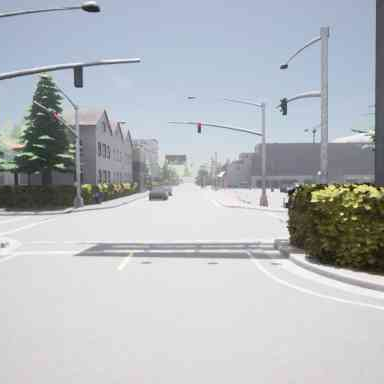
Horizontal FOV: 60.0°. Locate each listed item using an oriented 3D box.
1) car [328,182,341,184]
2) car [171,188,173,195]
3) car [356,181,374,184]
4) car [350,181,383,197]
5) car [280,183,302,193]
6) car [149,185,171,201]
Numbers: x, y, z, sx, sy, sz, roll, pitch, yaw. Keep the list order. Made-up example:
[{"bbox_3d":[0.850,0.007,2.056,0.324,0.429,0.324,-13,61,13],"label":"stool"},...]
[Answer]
[{"bbox_3d":[25.148,-1.045,59.569,2.152,1.636,5.027,-1,2,-1],"label":"car"},{"bbox_3d":[-3.864,-0.205,48.470,2.128,1.511,4.902,-1,2,0],"label":"car"},{"bbox_3d":[18.924,-0.181,34.282,1.905,1.878,3.866,-1,2,-1],"label":"car"},{"bbox_3d":[22.148,-0.468,42.171,1.932,1.855,4.605,-1,2,-1],"label":"car"},{"bbox_3d":[15.129,-0.536,52.129,2.007,1.523,4.514,-1,2,-1],"label":"car"},{"bbox_3d":[-3.819,0.131,38.339,1.882,1.535,5.008,-1,2,0],"label":"car"}]
